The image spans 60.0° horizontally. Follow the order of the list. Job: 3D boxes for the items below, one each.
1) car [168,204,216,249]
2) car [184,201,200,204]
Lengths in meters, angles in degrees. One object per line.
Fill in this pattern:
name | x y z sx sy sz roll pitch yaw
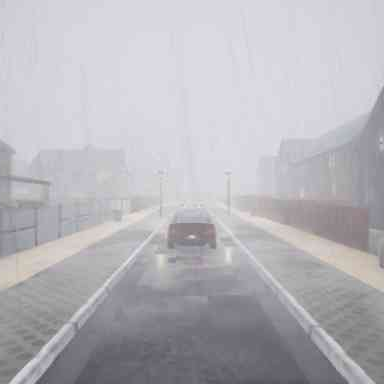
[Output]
car | 0.000 1.490 14.653 1.882 1.535 5.008 0 0 0
car | 0.000 1.541 29.658 1.812 1.442 4.674 0 0 0
